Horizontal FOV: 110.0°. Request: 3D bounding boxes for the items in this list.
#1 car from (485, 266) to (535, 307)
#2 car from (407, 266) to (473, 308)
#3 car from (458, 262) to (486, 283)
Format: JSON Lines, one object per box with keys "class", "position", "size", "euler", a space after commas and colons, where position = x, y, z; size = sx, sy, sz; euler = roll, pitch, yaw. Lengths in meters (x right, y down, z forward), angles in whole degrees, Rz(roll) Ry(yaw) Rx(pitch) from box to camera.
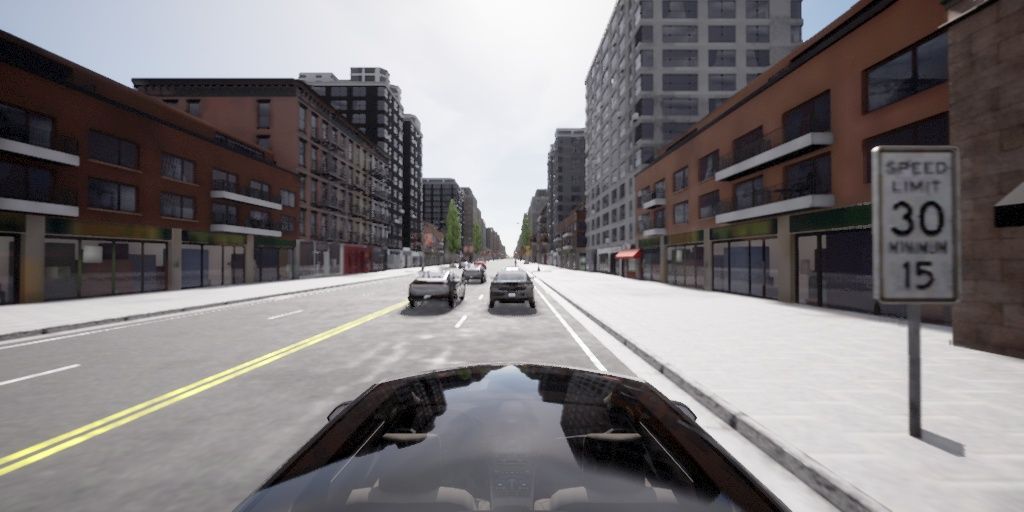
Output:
{"class": "car", "position": [0.010, 1.362, 16.336], "size": [1.882, 1.535, 5.008], "euler": [0, 0, 0]}
{"class": "car", "position": [-3.242, 1.375, 16.143], "size": [2.128, 1.511, 4.902], "euler": [0, 0, 0]}
{"class": "car", "position": [-3.239, 1.512, 31.142], "size": [2.128, 1.511, 4.902], "euler": [0, 0, 0]}
